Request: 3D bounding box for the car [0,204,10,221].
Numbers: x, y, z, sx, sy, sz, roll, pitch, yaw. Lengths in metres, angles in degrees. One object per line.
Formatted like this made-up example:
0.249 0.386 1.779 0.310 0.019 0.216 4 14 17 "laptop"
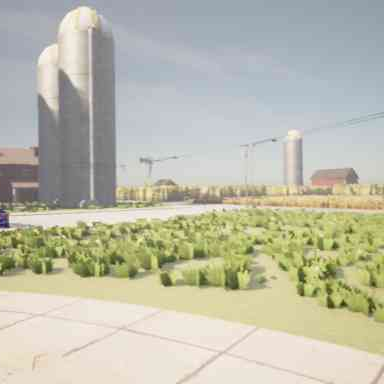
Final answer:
-13.880 1.622 22.777 2.242 1.667 4.611 -1 0 -36 "car"
